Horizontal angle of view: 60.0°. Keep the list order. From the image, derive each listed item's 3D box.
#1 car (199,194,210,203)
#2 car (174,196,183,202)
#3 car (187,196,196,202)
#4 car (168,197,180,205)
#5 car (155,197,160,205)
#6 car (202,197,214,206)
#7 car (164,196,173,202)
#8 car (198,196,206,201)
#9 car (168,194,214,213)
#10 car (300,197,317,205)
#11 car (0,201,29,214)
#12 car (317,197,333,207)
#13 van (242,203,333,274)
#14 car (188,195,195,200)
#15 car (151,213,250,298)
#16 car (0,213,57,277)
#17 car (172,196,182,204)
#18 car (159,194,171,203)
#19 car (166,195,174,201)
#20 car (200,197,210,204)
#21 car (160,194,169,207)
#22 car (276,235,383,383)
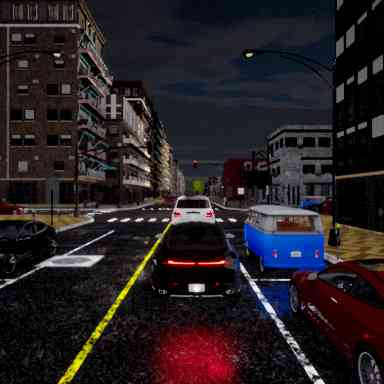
[{"bbox_3d":[2.568,1.376,71.712,2.192,1.841,5.009,0,0,0],"label":"car"},{"bbox_3d":[-3.138,1.624,78.180,1.994,1.385,4.181,0,0,0],"label":"car"},{"bbox_3d":[-0.143,1.618,81.479,2.033,1.411,5.357,0,0,0],"label":"car"},{"bbox_3d":[-3.179,1.643,59.108,1.895,1.301,4.718,0,0,0],"label":"car"},{"bbox_3d":[-5.794,1.569,60.448,1.752,1.417,4.829,0,0,0],"label":"car"},{"bbox_3d":[2.596,1.562,55.265,1.752,1.417,4.829,0,0,0],"label":"car"},{"bbox_3d":[-5.833,1.632,82.775,2.008,1.369,4.403,0,0,0],"label":"car"},{"bbox_3d":[2.538,1.643,88.329,2.008,1.369,4.403,0,0,0],"label":"car"},{"bbox_3d":[0.057,1.225,18.491,2.150,2.045,5.566,0,0,0],"label":"car"},{"bbox_3d":[15.082,1.620,36.973,5.357,1.411,2.033,0,0,2],"label":"car"},{"bbox_3d":[-17.520,1.535,31.084,4.206,1.307,1.802,0,0,0],"label":"car"},{"bbox_3d":[14.868,1.359,31.221,5.009,1.841,2.192,0,0,0],"label":"car"},{"bbox_3d":[2.643,1.343,10.308,1.690,1.788,3.998,0,0,0],"label":"van"},{"bbox_3d":[-0.160,1.584,91.929,1.895,1.301,4.718,0,0,0],"label":"car"},{"bbox_3d":[0.083,1.506,8.491,1.837,1.490,4.892,0,0,0],"label":"car"},{"bbox_3d":[-5.705,1.567,10.319,1.947,1.339,4.313,0,0,0],"label":"car"},{"bbox_3d":[-3.134,1.581,68.164,1.812,1.442,4.674,0,0,0],"label":"car"},{"bbox_3d":[-5.813,1.376,71.697,2.192,1.841,5.009,0,0,0],"label":"car"},{"bbox_3d":[-5.842,1.617,88.144,1.752,1.417,4.829,0,0,0],"label":"car"},{"bbox_3d":[2.577,1.634,66.173,1.802,1.307,4.206,0,0,0],"label":"car"},{"bbox_3d":[-3.187,1.383,50.165,2.097,1.767,4.553,0,0,0],"label":"car"},{"bbox_3d":[2.652,1.582,4.619,1.802,1.307,4.206,0,0,0],"label":"car"}]
